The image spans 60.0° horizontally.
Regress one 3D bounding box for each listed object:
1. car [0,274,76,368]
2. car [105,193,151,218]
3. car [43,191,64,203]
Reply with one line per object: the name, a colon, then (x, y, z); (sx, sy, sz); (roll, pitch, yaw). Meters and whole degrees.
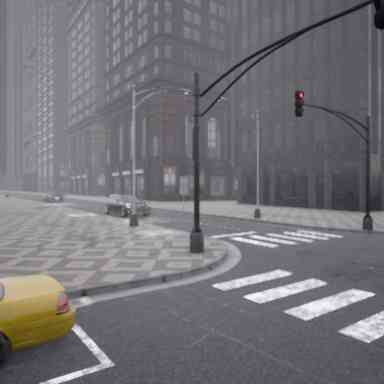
car: (-3.940, 1.528, 3.841); (4.829, 1.417, 1.752); (0, 0, -35)
car: (-4.903, 0.904, 25.179); (2.097, 1.767, 4.553); (0, 1, -36)
car: (-18.428, 0.634, 44.091); (2.128, 1.511, 4.902); (0, 1, -35)
